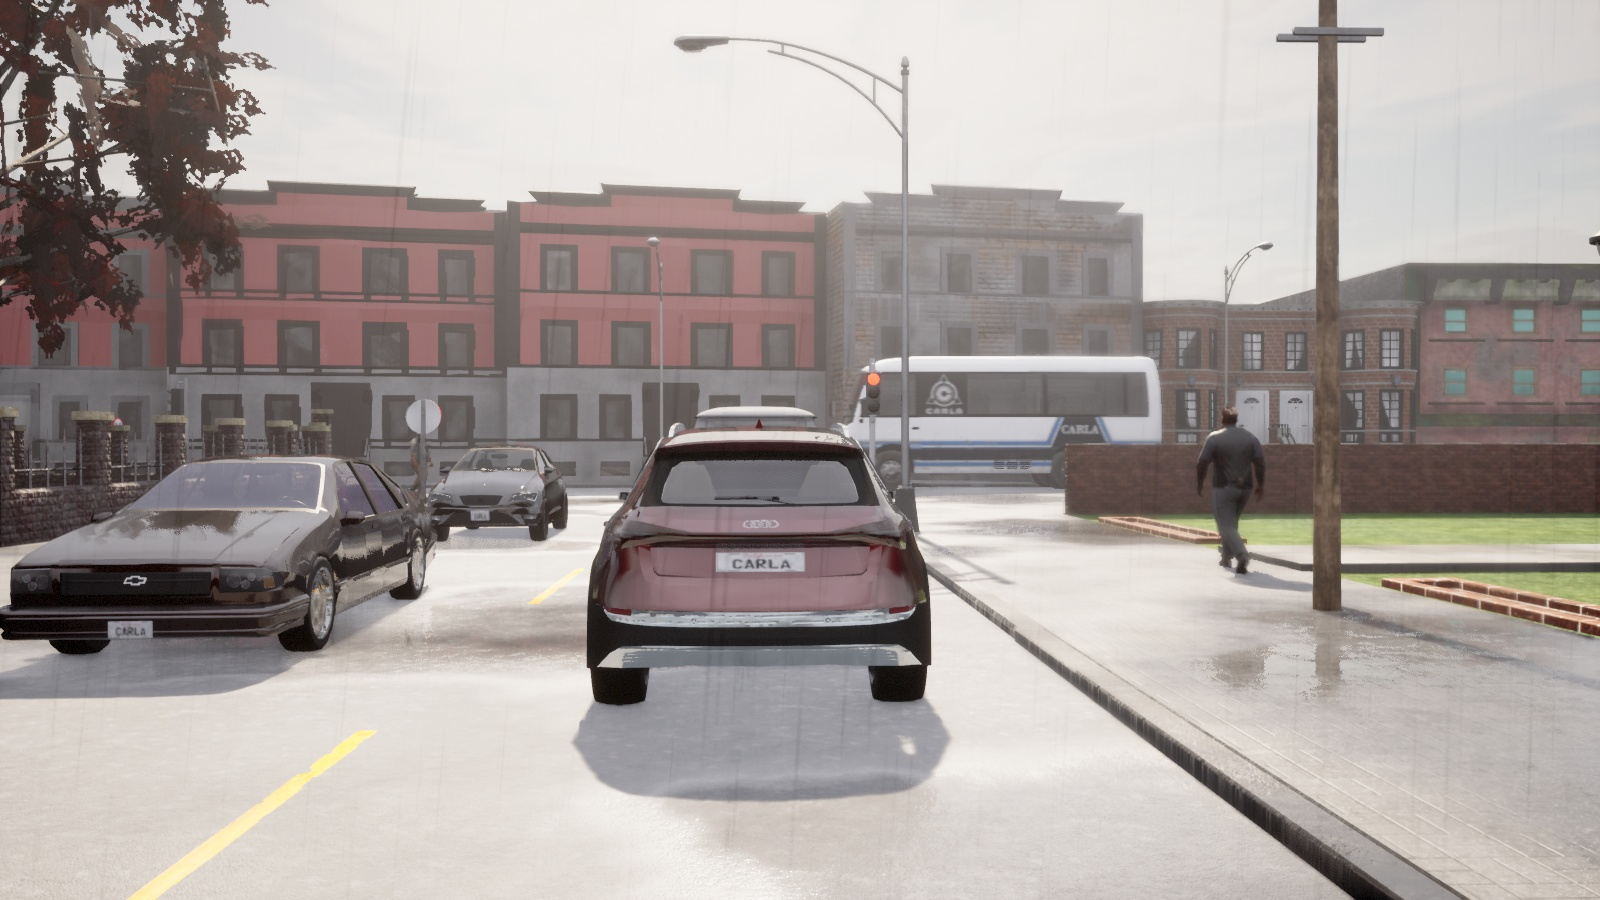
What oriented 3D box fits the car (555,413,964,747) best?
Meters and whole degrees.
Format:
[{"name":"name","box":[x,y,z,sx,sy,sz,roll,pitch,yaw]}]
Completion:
[{"name":"car","box":[-0.292,0.627,8.665,2.033,1.649,4.856,0,0,-2]}]

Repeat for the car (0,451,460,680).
[{"name":"car","box":[-4.451,0.730,10.645,2.033,1.411,5.357,0,0,-4]}]

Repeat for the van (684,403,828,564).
[{"name":"van","box":[-0.624,0.399,17.728,1.775,1.987,4.442,0,0,-2]}]

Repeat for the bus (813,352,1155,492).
[{"name":"bus","box":[5.661,-0.853,40.256,10.273,4.253,3.944,0,0,-3]}]

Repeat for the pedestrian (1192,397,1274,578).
[{"name":"pedestrian","box":[4.643,0.384,13.496,0.563,1.883,0.849,0,0,-2]}]

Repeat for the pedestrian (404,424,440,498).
[{"name":"pedestrian","box":[-9.590,0.269,31.849,0.694,1.848,0.540,0,0,34]}]

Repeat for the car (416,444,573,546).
[{"name":"car","box":[-4.825,0.641,20.394,1.816,1.474,4.193,0,0,-4]}]
